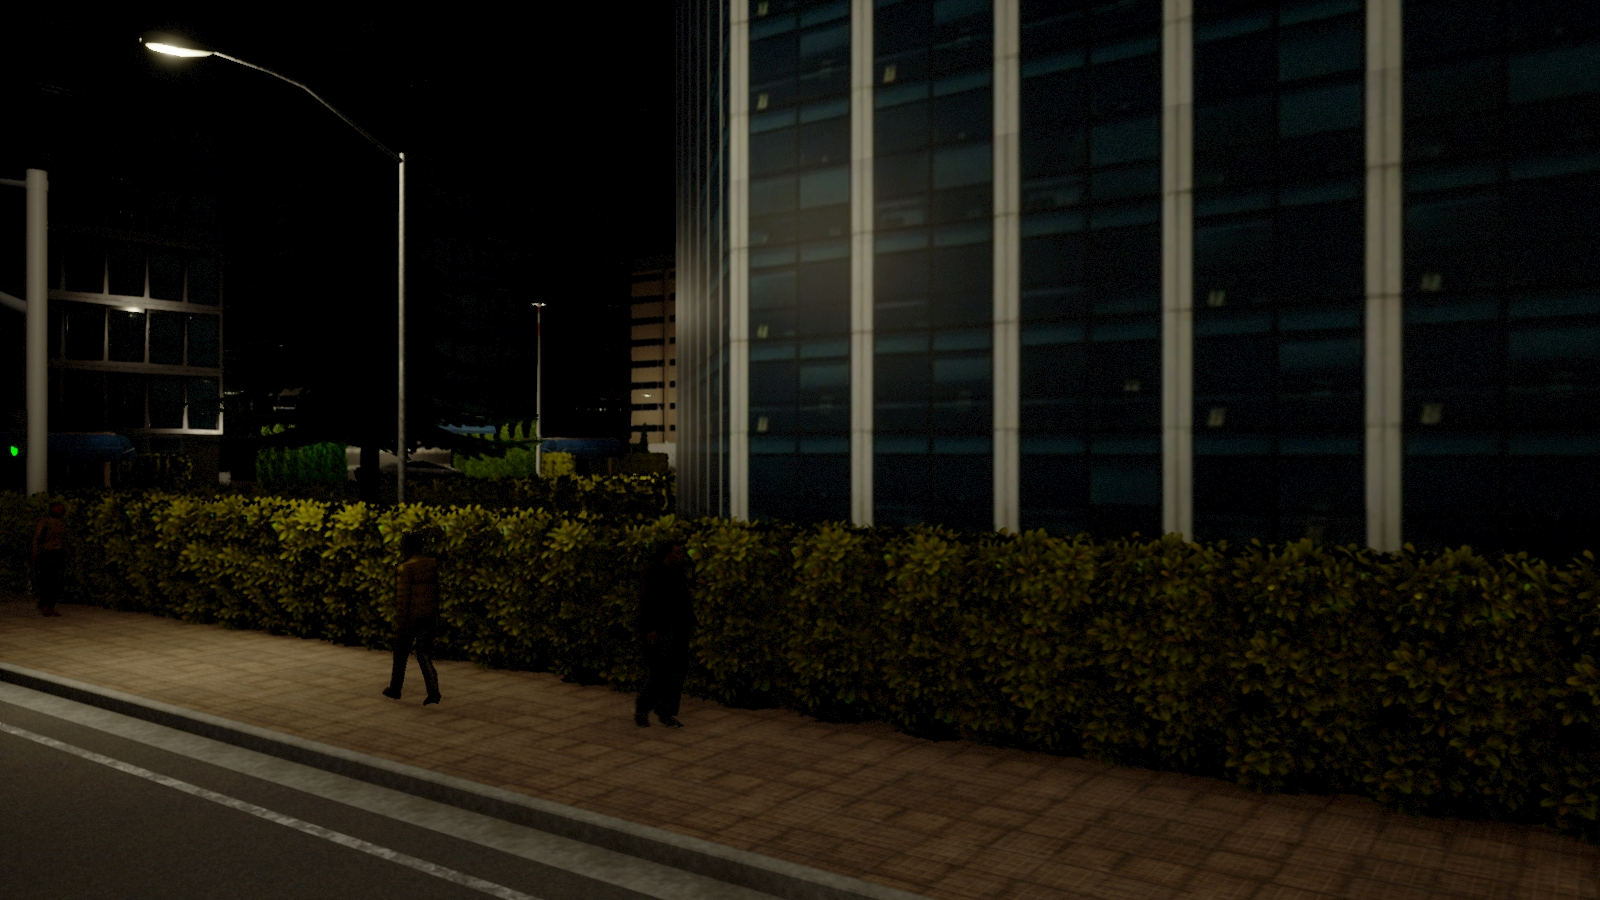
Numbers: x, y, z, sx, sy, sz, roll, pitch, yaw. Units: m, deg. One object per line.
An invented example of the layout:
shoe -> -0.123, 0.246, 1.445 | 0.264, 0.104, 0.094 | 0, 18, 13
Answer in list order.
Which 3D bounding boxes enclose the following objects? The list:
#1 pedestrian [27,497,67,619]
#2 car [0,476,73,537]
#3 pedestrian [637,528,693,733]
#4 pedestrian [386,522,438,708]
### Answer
pedestrian -> -11.834, 1.683, 17.951 | 0.375, 1.860, 0.375 | 0, 0, 18
car -> -26.213, 1.831, 37.205 | 1.905, 1.878, 3.866 | 0, 0, 35
pedestrian -> -1.280, 1.691, 10.834 | 0.375, 1.860, 0.375 | 0, 0, 35
pedestrian -> -4.018, 1.688, 11.841 | 0.375, 1.860, 0.375 | 0, 0, 41
